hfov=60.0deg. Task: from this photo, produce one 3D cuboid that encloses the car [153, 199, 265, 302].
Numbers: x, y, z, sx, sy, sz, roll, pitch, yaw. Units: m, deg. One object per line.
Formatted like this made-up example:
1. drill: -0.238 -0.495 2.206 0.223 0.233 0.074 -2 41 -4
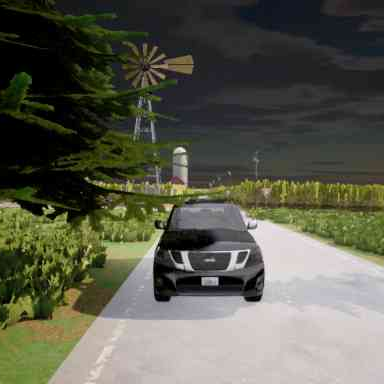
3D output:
1. car: 0.333 1.221 8.623 2.150 2.045 5.566 0 0 0
